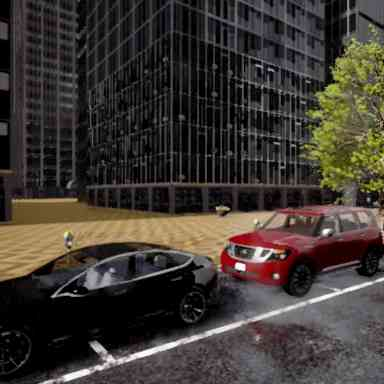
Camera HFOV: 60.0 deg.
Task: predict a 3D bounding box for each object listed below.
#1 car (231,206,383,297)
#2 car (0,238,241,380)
[{"bbox_3d":[3.116,1.329,8.788,5.009,1.841,2.192,0,0,-36],"label":"car"},{"bbox_3d":[-1.497,1.569,5.494,4.313,1.339,1.947,0,0,-36],"label":"car"}]
